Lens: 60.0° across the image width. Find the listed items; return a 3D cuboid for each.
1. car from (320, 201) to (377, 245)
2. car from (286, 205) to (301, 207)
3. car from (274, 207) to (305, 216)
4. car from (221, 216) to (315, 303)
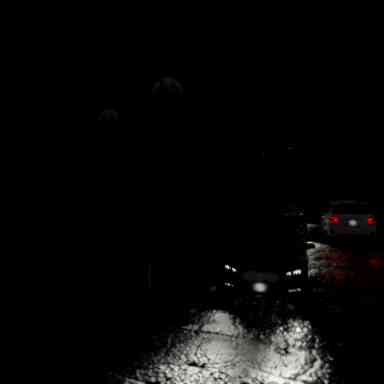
[{"bbox_3d":[7.969,1.456,17.240,2.150,2.045,5.566,0,-1,18],"label":"car"},{"bbox_3d":[9.316,1.924,30.481,1.812,1.442,4.674,0,-1,18],"label":"car"},{"bbox_3d":[5.660,1.820,19.368,1.994,1.385,4.181,0,-1,18],"label":"car"},{"bbox_3d":[2.094,1.613,8.758,2.128,1.511,4.902,0,-1,19],"label":"car"}]
